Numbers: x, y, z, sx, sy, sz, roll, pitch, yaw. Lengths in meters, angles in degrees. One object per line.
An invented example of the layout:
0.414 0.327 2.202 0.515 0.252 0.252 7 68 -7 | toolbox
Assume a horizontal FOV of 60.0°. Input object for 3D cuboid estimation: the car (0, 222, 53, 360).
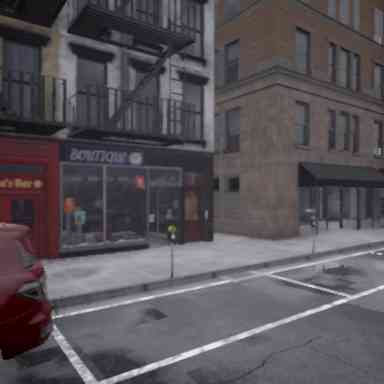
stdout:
-4.058 1.315 3.302 5.009 1.841 2.192 0 0 -36 | car
